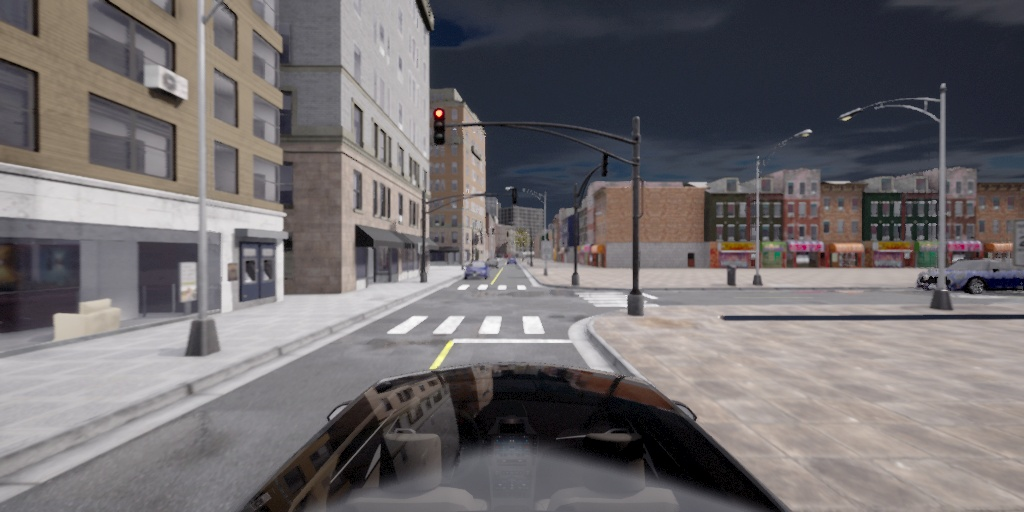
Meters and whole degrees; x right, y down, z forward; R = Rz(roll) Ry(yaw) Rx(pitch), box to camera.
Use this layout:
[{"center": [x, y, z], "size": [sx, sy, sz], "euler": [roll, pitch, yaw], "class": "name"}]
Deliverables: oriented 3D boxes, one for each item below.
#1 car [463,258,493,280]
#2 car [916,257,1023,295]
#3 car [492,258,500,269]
[{"center": [-2.849, 1.159, 29.849], "size": [1.812, 1.442, 4.674], "euler": [0, 1, 0], "class": "car"}, {"center": [23.018, 0.938, 17.707], "size": [4.553, 1.767, 2.097], "euler": [0, 0, 0], "class": "car"}, {"center": [-2.807, 1.060, 50.071], "size": [1.837, 1.490, 4.892], "euler": [0, 0, 1], "class": "car"}]
